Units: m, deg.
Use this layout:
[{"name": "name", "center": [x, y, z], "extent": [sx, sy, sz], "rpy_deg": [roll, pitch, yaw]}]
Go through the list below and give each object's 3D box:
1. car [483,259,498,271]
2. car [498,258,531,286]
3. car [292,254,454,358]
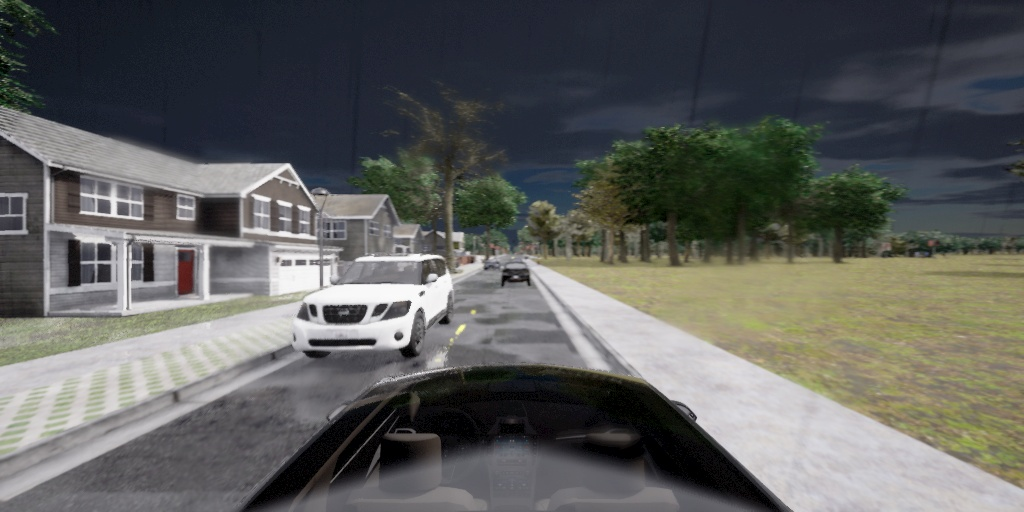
[{"name": "car", "center": [-2.415, 1.086, 44.223], "extent": [1.994, 1.385, 4.181], "rpy_deg": [-1, 0, 1]}, {"name": "car", "center": [0.271, 1.098, 24.055], "extent": [1.882, 1.535, 5.008], "rpy_deg": [-1, 1, 1]}, {"name": "car", "center": [-2.861, 0.963, 8.835], "extent": [2.150, 2.045, 5.566], "rpy_deg": [-1, 0, 1]}]
